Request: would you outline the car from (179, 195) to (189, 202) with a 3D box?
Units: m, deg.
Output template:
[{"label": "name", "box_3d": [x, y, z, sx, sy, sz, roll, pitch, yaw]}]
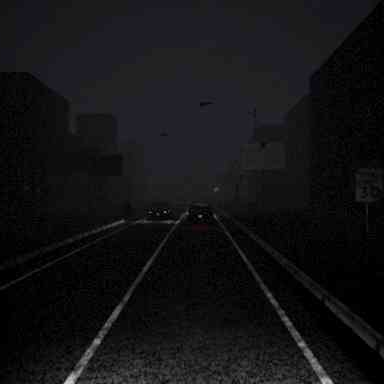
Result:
[{"label": "car", "box_3d": [-1.618, 1.273, 68.915, 1.895, 1.301, 4.718, 0, 2, 1]}]

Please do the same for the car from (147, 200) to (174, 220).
[{"label": "car", "box_3d": [-2.546, 1.475, 27.726, 1.837, 1.490, 4.892, 0, 0, 1]}]

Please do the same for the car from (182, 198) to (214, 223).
[{"label": "car", "box_3d": [0.589, 1.426, 24.458, 2.128, 1.511, 4.902, 0, -1, 1]}]

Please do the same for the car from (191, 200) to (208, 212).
[{"label": "car", "box_3d": [0.934, 1.672, 41.680, 1.895, 1.301, 4.718, 0, 0, 1]}]
